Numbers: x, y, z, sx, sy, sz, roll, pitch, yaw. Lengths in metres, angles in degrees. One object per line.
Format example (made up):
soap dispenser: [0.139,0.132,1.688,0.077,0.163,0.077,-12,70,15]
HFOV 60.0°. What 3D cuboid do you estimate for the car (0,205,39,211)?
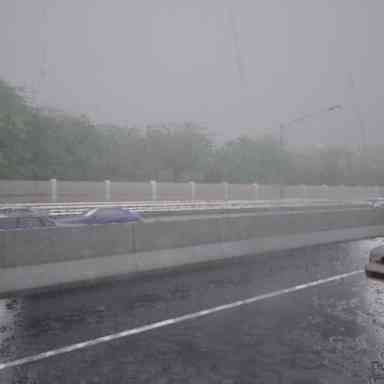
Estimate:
car: [-10.232,1.480,18.180,4.902,1.511,2.128,0,0,-35]

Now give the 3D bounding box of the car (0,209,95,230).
car: [-6.627,1.539,12.152,5.357,1.411,2.033,0,0,-35]

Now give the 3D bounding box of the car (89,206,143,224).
car: [-4.872,1.505,17.675,4.674,1.442,1.812,0,0,-35]

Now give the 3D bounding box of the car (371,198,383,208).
car: [24.570,1.534,41.935,4.902,1.511,2.128,0,0,-33]

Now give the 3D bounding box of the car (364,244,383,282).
car: [6.418,1.530,8.259,5.357,1.411,2.033,0,0,-35]
